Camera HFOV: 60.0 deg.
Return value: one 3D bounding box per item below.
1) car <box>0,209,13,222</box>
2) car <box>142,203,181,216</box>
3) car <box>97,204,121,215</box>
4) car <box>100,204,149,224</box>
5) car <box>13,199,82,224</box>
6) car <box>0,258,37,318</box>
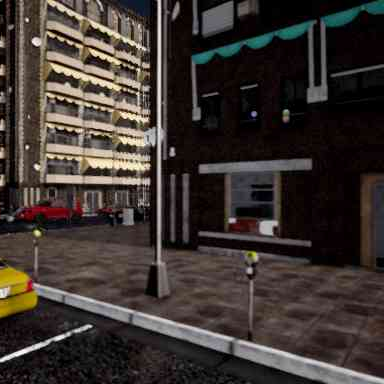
[{"bbox_3d":[-15.818,2.020,30.918,2.008,1.369,4.403,0,-1,36],"label":"car"},{"bbox_3d":[-3.829,2.161,42.827,2.033,1.411,5.357,0,0,36],"label":"car"},{"bbox_3d":[-9.258,2.104,39.831,1.887,1.381,4.507,0,-1,36],"label":"car"},{"bbox_3d":[-5.792,2.111,30.401,1.947,1.339,4.313,0,-1,36],"label":"car"},{"bbox_3d":[-12.835,1.716,30.592,2.150,2.045,5.566,0,-1,36],"label":"car"},{"bbox_3d":[-4.987,1.623,6.581,4.829,1.417,1.752,-1,0,36],"label":"car"}]
